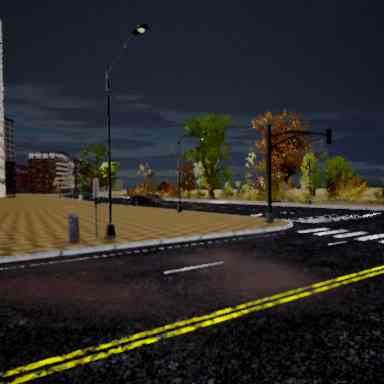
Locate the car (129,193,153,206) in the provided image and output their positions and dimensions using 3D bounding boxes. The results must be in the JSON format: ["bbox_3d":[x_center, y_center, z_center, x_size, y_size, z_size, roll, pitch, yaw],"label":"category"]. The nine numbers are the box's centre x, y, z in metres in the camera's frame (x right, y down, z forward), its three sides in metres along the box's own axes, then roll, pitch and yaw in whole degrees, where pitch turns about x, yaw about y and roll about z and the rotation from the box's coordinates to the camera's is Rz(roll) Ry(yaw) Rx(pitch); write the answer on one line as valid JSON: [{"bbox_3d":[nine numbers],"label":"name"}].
[{"bbox_3d":[-8.152,1.225,50.888,1.882,1.535,5.008,-1,1,-30],"label":"car"}]

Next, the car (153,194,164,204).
[{"bbox_3d":[-6.231,1.035,54.058,2.097,1.767,4.553,-1,1,-30],"label":"car"}]
